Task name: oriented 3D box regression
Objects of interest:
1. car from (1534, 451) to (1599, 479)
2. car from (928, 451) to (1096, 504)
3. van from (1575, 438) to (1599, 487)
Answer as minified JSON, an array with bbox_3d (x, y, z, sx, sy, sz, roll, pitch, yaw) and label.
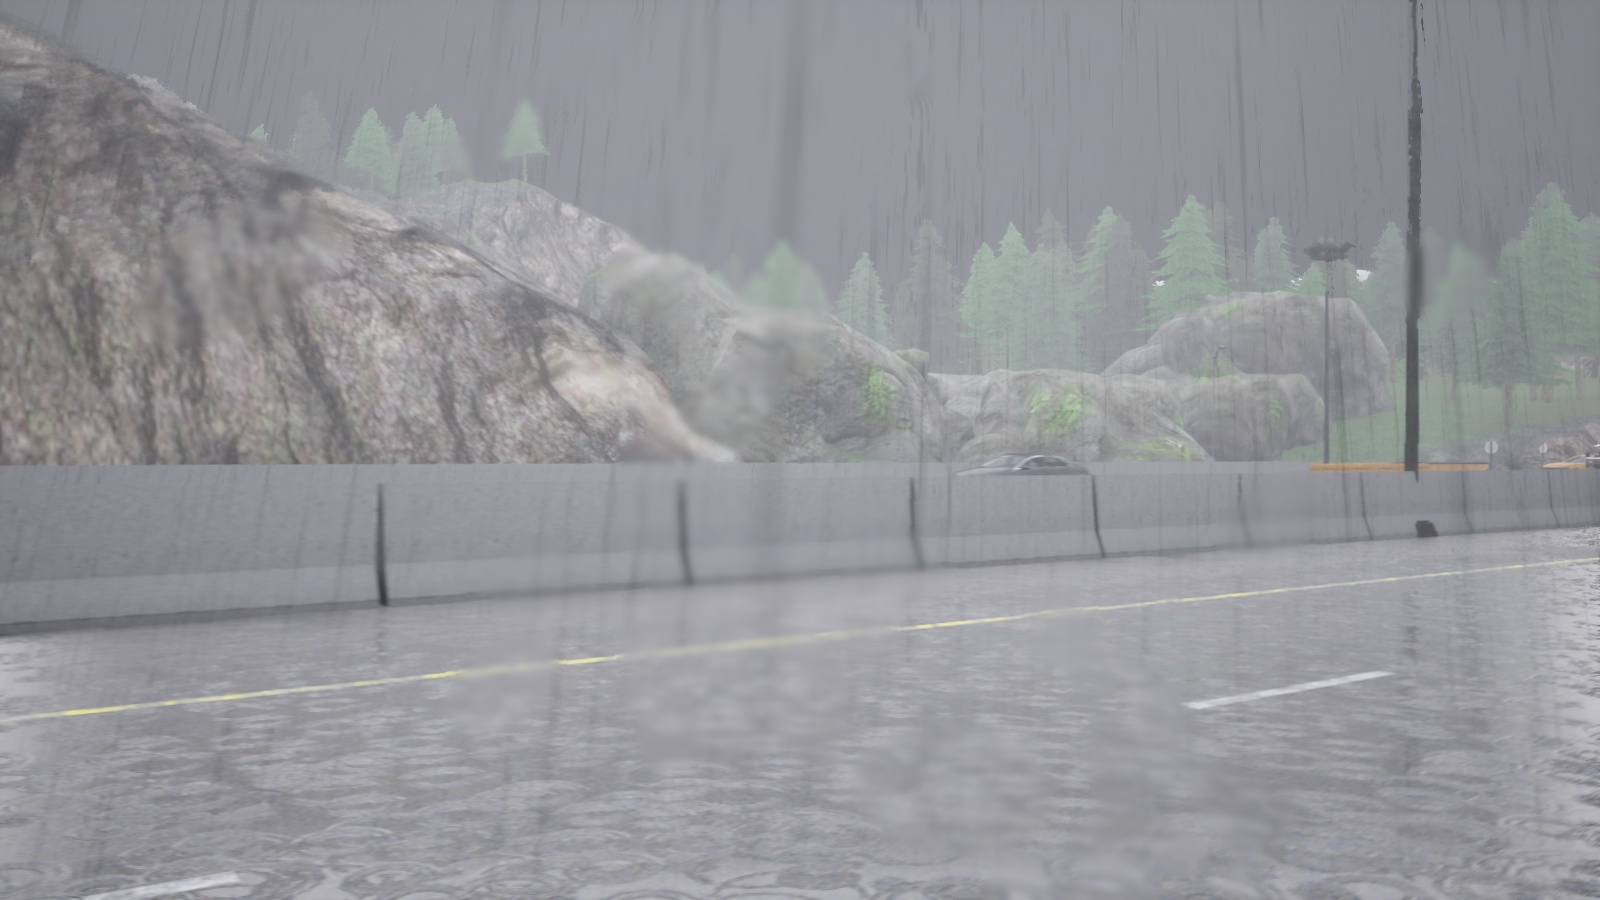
[{"bbox_3d":[43.792,0.801,69.997,5.008,1.535,1.882,0,0,-11],"label":"car"},{"bbox_3d":[6.448,0.780,38.004,4.902,1.511,2.128,0,0,-35],"label":"car"},{"bbox_3d":[35.469,0.528,53.948,4.480,2.038,2.069,0,0,-35],"label":"van"}]
